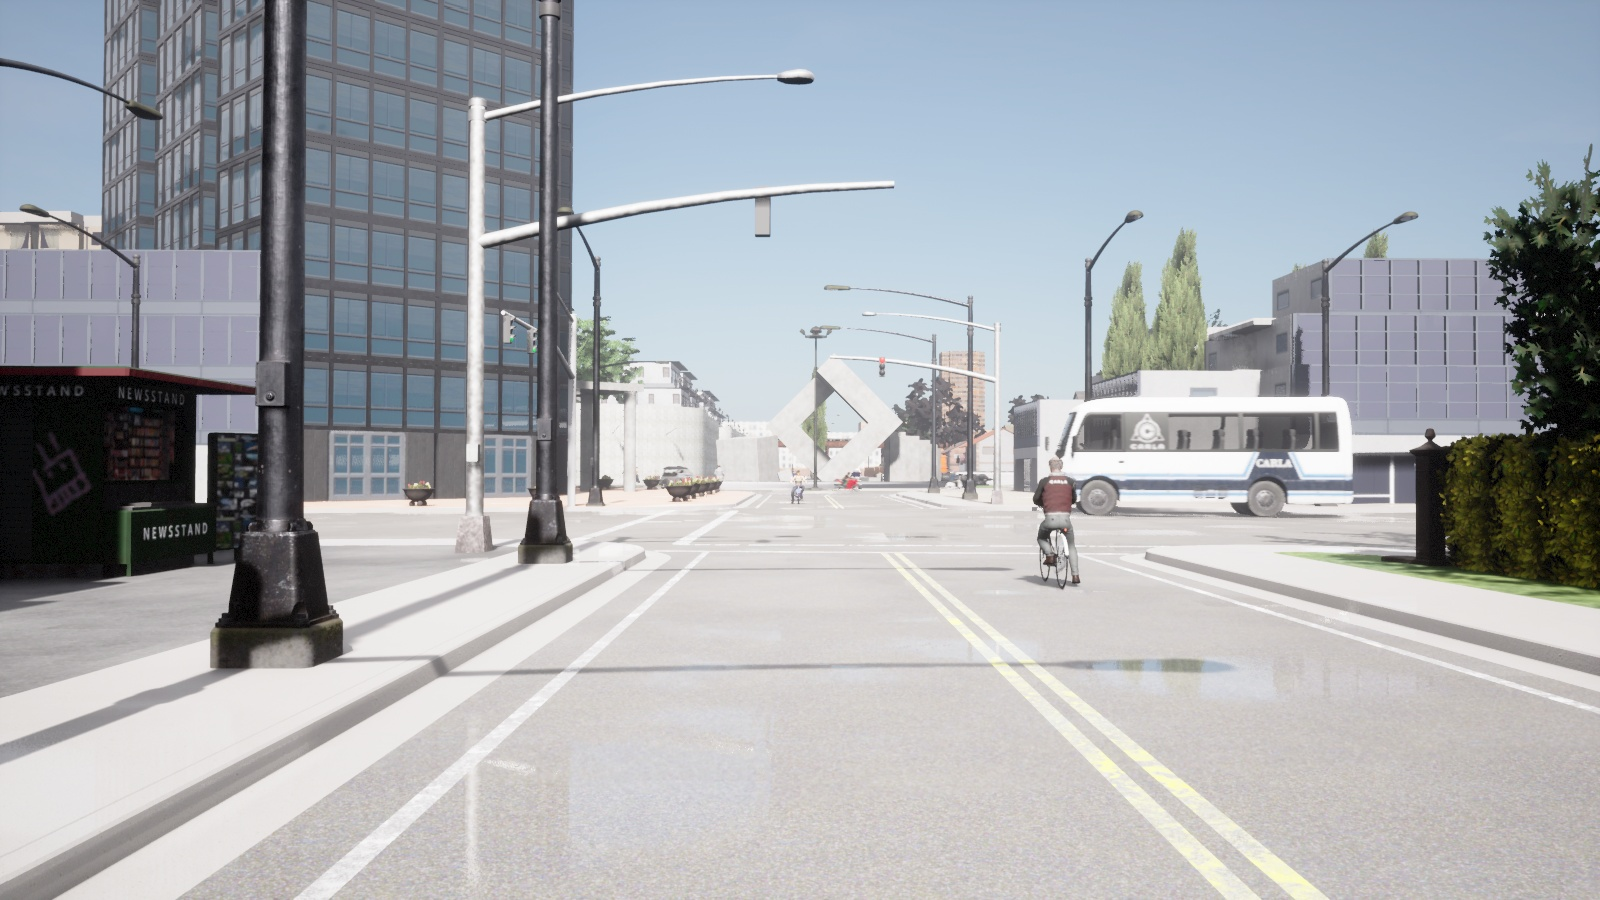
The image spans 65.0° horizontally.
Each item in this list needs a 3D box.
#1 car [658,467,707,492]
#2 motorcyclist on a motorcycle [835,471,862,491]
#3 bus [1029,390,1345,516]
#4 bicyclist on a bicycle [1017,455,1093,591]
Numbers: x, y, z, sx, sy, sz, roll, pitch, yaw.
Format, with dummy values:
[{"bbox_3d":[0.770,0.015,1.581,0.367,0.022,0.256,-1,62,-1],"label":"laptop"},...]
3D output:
[{"bbox_3d":[-9.174,2.289,98.039,1.905,1.878,3.866,1,-1,-41],"label":"car"},{"bbox_3d":[3.711,2.388,95.827,2.044,1.523,0.797,0,-1,-1],"label":"motorcyclist on a motorcycle"},{"bbox_3d":[13.562,0.135,45.031,10.273,4.253,3.944,0,0,7],"label":"bus"},{"bbox_3d":[3.485,0.961,17.280,0.659,1.776,1.843,0,-1,0],"label":"bicyclist on a bicycle"}]
